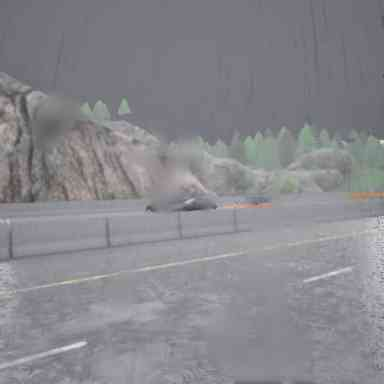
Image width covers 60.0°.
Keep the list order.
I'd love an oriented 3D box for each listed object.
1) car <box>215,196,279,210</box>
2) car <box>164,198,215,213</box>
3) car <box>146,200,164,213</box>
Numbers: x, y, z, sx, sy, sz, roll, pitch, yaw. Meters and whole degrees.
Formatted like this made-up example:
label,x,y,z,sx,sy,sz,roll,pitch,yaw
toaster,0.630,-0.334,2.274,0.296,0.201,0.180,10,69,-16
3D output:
label,x,y,z,sx,sy,sz,roll,pitch,yaw
car,4.281,1.107,24.119,4.553,1.767,2.097,-1,1,-35
car,0.194,1.249,29.801,4.674,1.442,1.812,-1,1,-35
car,-1.838,1.281,32.651,5.357,1.411,2.033,-1,1,-35
